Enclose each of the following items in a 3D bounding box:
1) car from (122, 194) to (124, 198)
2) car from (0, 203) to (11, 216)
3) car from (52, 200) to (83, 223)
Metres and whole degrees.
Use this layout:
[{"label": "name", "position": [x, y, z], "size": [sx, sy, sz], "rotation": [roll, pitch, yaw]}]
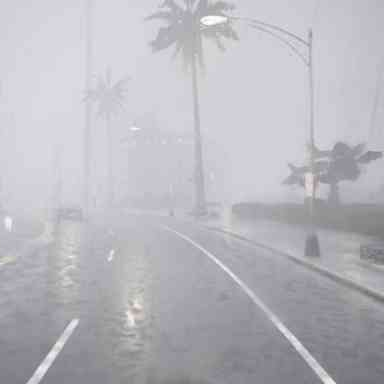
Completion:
[{"label": "car", "position": [-15.834, 1.698, 75.834], "size": [4.674, 1.452, 2.002], "rotation": [0, 0, 20]}, {"label": "car", "position": [-20.415, 1.816, 34.554], "size": [1.895, 1.301, 4.718], "rotation": [0, 0, -44]}, {"label": "car", "position": [-10.238, 1.608, 27.182], "size": [1.882, 1.535, 5.008], "rotation": [0, 0, -29]}]
